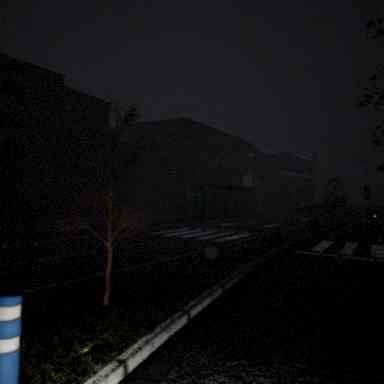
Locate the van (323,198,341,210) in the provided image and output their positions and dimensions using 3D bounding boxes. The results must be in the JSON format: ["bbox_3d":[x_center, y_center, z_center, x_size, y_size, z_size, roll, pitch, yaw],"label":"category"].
[{"bbox_3d":[22.455,2.035,54.668,1.878,1.987,4.442,1,0,39],"label":"van"}]

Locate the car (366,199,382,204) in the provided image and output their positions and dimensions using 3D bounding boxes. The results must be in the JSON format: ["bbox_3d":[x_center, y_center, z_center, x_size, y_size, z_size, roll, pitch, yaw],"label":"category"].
[{"bbox_3d":[40.570,2.687,75.735,2.435,2.045,5.566,1,-2,44],"label":"car"}]

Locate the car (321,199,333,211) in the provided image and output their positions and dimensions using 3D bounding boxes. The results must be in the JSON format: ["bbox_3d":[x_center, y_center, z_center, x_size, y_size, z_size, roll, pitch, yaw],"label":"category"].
[{"bbox_3d":[19.137,2.220,50.327,2.163,1.488,4.792,1,0,37],"label":"car"}]

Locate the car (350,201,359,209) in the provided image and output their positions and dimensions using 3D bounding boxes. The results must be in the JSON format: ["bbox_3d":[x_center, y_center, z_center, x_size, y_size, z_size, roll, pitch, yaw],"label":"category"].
[{"bbox_3d":[29.518,2.503,63.362,2.002,1.452,4.674,1,-1,40],"label":"car"}]

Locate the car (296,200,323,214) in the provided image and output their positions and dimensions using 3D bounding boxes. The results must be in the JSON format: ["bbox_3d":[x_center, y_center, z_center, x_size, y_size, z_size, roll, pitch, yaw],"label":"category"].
[{"bbox_3d":[15.904,2.118,45.887,2.097,1.535,5.008,1,0,36],"label":"car"}]

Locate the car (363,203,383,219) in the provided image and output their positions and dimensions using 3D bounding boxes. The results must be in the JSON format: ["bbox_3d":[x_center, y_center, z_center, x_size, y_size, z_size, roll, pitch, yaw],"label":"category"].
[{"bbox_3d":[21.221,2.331,38.015,1.895,1.301,4.718,1,0,35],"label":"car"}]

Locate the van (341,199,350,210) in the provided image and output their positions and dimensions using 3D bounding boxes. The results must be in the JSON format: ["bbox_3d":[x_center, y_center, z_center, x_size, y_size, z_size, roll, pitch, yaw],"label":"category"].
[{"bbox_3d":[25.893,2.122,59.010,1.878,1.987,4.442,1,-1,40],"label":"van"}]

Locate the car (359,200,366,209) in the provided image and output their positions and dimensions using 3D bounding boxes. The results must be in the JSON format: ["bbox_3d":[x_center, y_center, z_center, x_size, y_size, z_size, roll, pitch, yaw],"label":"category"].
[{"bbox_3d":[33.130,2.638,67.565,2.002,1.452,4.674,1,-1,42],"label":"car"}]
